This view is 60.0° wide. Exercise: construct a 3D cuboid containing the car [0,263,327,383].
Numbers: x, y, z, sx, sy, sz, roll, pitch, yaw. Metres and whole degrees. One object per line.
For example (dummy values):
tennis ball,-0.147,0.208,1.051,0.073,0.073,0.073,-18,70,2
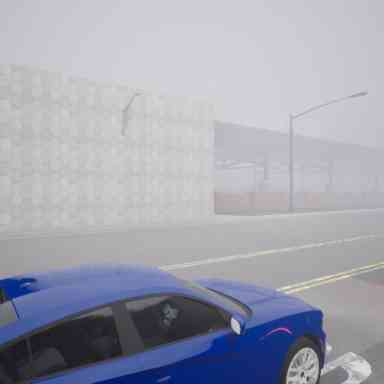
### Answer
car,-0.691,1.478,3.256,5.008,1.535,1.882,0,0,-36
